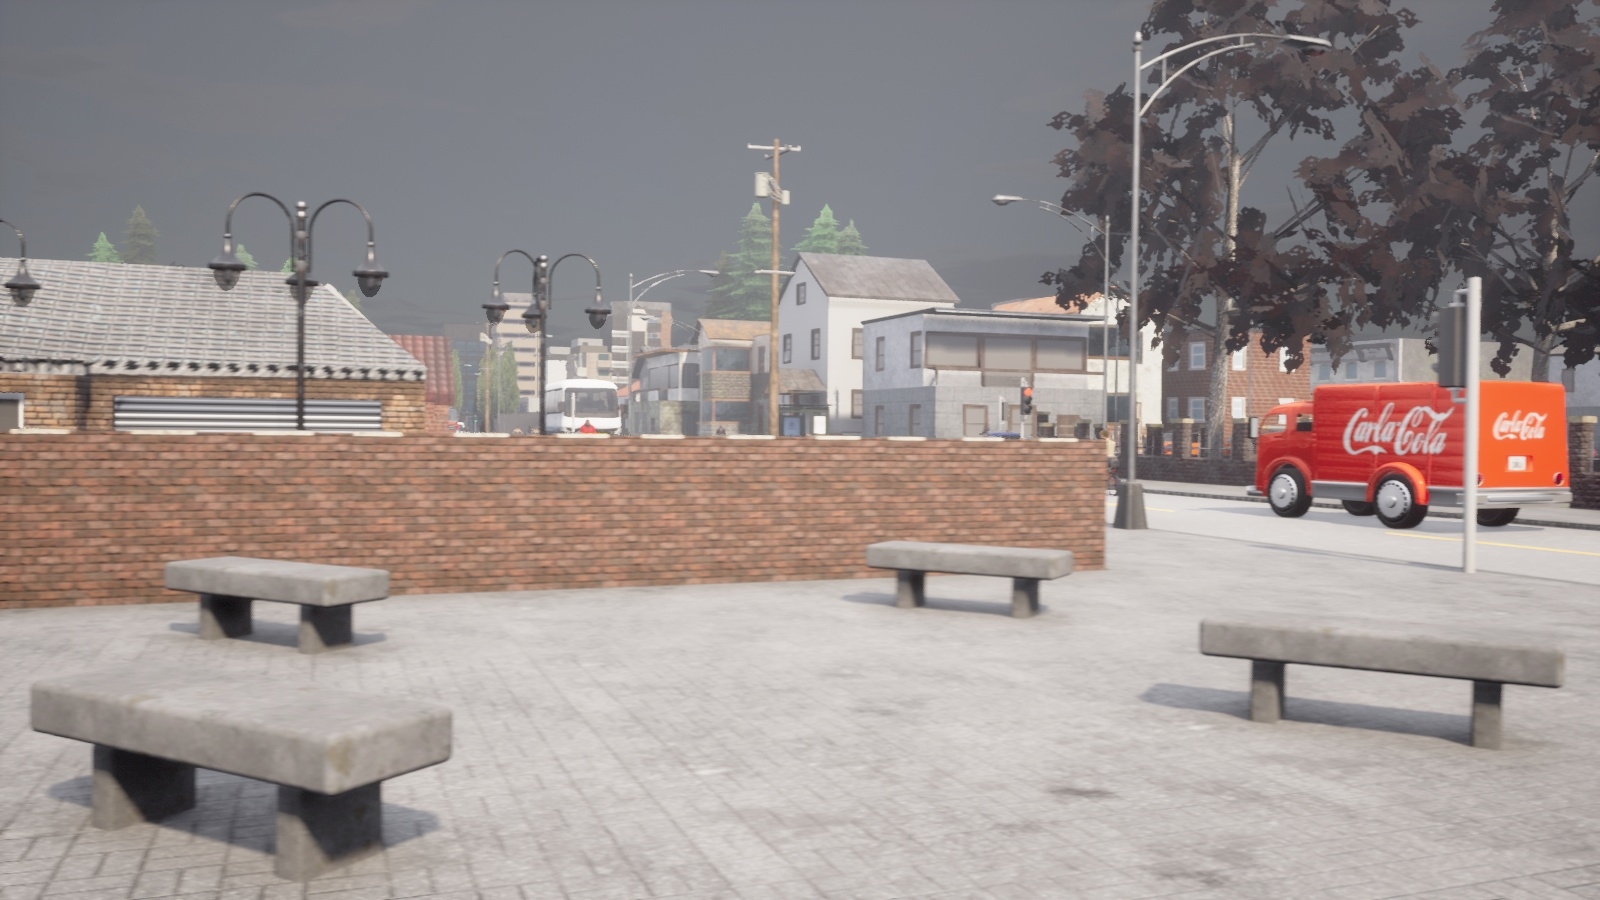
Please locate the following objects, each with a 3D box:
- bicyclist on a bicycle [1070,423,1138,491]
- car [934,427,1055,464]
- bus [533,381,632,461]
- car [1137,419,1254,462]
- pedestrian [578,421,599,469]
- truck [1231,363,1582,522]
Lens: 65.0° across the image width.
[{"bbox_3d":[7.416,0.155,30.695,0.866,1.612,1.509,-1,1,-22],"label":"bicyclist on a bicycle"},{"bbox_3d":[8.625,-0.222,55.556,5.008,1.535,1.882,-1,1,-21],"label":"car"},{"bbox_3d":[-12.666,-1.616,72.104,3.944,4.253,10.273,-1,1,-19],"label":"bus"},{"bbox_3d":[17.141,-0.415,54.424,4.553,1.767,2.097,-1,1,-24],"label":"car"},{"bbox_3d":[-8.233,-0.199,48.840,0.634,1.844,0.899,-1,1,-21],"label":"pedestrian"},{"bbox_3d":[10.561,-0.168,22.416,2.627,2.467,5.204,-1,1,-22],"label":"truck"}]
